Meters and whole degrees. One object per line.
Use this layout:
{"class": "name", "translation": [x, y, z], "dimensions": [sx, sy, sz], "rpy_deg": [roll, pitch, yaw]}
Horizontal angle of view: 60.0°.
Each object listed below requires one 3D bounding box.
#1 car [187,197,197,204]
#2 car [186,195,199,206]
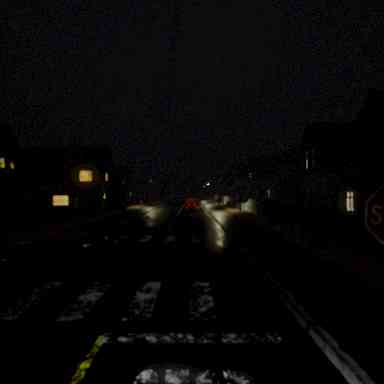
{"class": "car", "translation": [-0.068, 1.592, 64.002], "dimensions": [1.895, 1.301, 4.718], "rpy_deg": [0, 0, 0]}
{"class": "car", "translation": [0.044, 1.323, 53.781], "dimensions": [2.097, 1.767, 4.553], "rpy_deg": [0, 0, 0]}
